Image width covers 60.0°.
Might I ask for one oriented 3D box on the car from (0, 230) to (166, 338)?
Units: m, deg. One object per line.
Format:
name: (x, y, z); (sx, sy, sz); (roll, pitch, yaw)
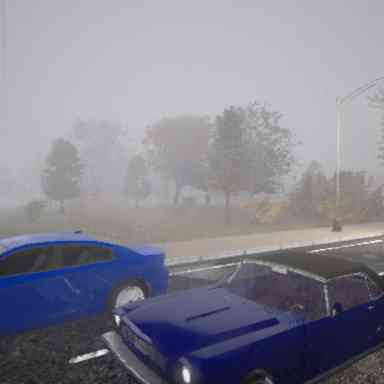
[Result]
car: (-2.772, 1.476, 5.675); (5.008, 1.535, 1.882); (0, 0, -35)

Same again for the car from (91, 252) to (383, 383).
car: (1.290, 1.610, 4.573); (4.718, 1.301, 1.895); (0, 0, -35)
